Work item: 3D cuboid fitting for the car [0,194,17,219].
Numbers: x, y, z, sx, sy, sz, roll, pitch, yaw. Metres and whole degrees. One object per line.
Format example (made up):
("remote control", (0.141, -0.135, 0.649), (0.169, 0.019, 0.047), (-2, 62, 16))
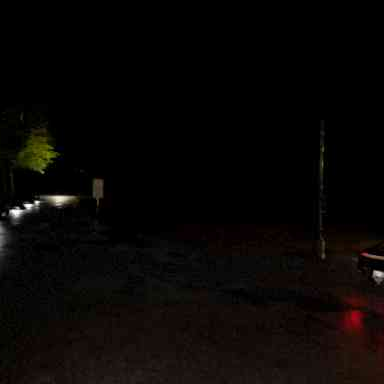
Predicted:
("car", (-13.752, 0.960, 22.826), (2.128, 1.511, 4.902), (2, 0, -20))

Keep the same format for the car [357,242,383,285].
("car", (7.199, 2.140, 10.014), (4.902, 1.511, 2.128), (4, -2, -26))

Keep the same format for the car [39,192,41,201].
("car", (-24.320, 0.577, 51.162), (1.837, 1.490, 4.892), (2, 0, -21))

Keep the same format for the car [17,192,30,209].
("car", (-17.195, 0.897, 32.034), (1.994, 1.385, 4.181), (2, 0, -20))

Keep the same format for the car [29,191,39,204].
("car", (-20.658, 0.767, 41.408), (1.994, 1.385, 4.181), (2, 0, -21))
